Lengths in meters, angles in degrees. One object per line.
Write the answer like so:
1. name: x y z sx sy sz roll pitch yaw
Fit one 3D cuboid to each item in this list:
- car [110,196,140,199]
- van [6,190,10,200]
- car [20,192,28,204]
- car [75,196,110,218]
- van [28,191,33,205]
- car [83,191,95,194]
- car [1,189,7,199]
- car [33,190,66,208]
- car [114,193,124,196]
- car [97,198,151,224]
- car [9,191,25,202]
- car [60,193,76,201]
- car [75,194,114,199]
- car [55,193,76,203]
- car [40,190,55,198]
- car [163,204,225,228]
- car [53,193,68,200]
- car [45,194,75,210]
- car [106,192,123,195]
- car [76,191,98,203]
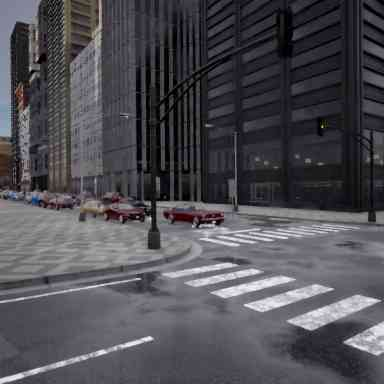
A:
1. car: -5.217 1.370 29.096 1.994 1.385 4.181 -1 1 -36
2. van: -34.646 0.747 65.032 1.690 1.788 3.998 0 1 -36
3. car: -24.750 1.125 51.368 2.008 1.369 4.403 0 1 -36
4. car: -8.153 1.352 28.452 1.752 1.417 4.829 0 1 -36
5. van: -21.449 0.969 46.811 1.690 1.788 3.998 0 1 -36
6. car: -15.863 1.066 49.154 2.128 1.511 4.902 -1 1 -35
7. car: -37.945 0.664 69.587 2.192 1.841 5.009 0 1 -36
8. car: -18.150 0.995 42.255 2.192 1.841 5.009 0 1 -36
9. car: -7.946 1.199 42.700 1.947 1.339 4.313 0 1 -36
10. car: -4.953 1.416 24.035 1.887 1.381 4.507 0 1 -36
11. car: -31.347 0.903 60.478 1.967 1.590 4.097 0 1 -36
12. car: -24.441 0.948 65.476 1.802 1.307 4.206 0 1 -36
13. car: -10.708 1.275 36.682 2.033 1.411 5.357 -1 1 -36
14. car: -21.864 0.969 57.357 2.128 1.511 4.902 -1 1 -36
15. car: -34.337 0.509 79.139 2.192 1.841 5.009 0 1 -36
16. car: 0.057 1.479 21.768 1.895 1.301 4.718 -1 1 -35
17. car: -27.740 0.854 70.031 1.887 1.381 4.507 0 1 -36
18. car: -14.851 1.275 37.701 1.887 1.381 4.507 0 1 -36
19. car: -11.244 0.898 47.253 2.192 1.841 5.009 0 1 -36
20. car: -17.842 0.793 56.363 2.192 1.841 5.009 0 1 -36
